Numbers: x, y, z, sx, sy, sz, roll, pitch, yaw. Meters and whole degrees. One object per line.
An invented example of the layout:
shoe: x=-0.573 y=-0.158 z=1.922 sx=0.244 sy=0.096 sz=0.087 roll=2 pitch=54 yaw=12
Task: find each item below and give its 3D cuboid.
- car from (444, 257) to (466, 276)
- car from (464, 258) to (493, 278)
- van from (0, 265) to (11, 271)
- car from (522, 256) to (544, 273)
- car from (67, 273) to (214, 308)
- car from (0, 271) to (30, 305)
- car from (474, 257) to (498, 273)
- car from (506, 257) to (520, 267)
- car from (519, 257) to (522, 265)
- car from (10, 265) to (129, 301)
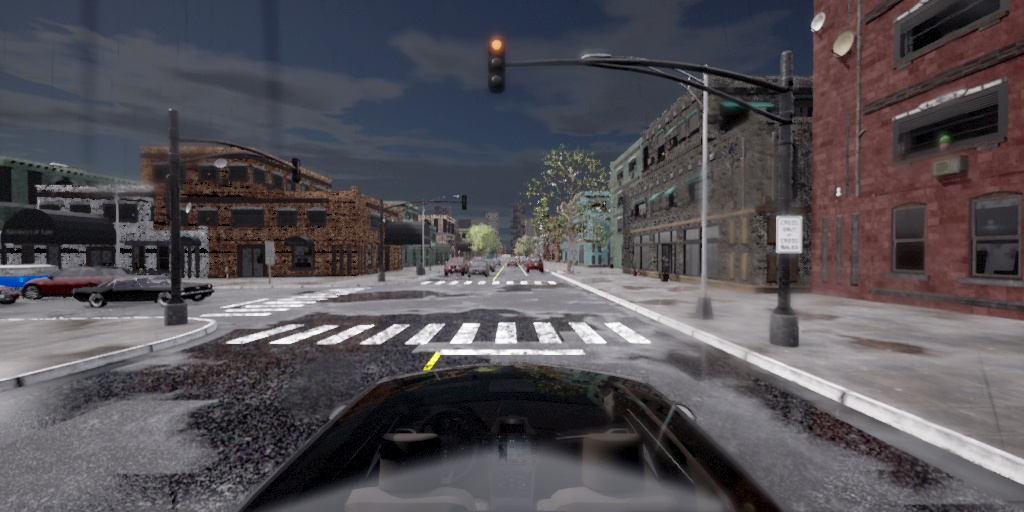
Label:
car: x=-5.693 y=1.036 z=37.265 sx=2.192 sy=1.841 sz=5.009 roll=0 pitch=0 yaw=0
car: x=-3.107 y=1.229 z=34.224 sx=1.837 sy=1.490 sz=4.892 roll=0 pitch=0 yaw=0
van: x=-30.300 y=1.446 z=21.944 sx=3.998 sy=1.789 sz=1.690 roll=0 pitch=0 yaw=-1
car: x=2.687 y=1.031 z=42.811 sx=2.192 sy=1.841 sz=5.009 roll=0 pitch=0 yaw=0
car: x=-16.539 y=1.568 z=16.313 sx=4.718 sy=1.301 sz=1.895 roll=-1 pitch=1 yaw=-1
car: x=-25.515 y=1.621 z=16.205 sx=4.674 sy=1.442 sz=1.812 roll=-1 pitch=1 yaw=-1
car: x=-3.107 y=1.071 z=43.360 sx=2.097 sy=1.767 sz=4.553 roll=0 pitch=0 yaw=0
car: x=0.090 y=1.224 z=64.299 sx=1.812 sy=1.442 sz=4.674 roll=0 pitch=0 yaw=0
car: x=2.683 y=1.253 z=59.443 sx=2.007 sy=1.370 sz=4.403 roll=0 pitch=0 yaw=0
car: x=-23.273 y=1.383 z=19.428 sx=4.553 sy=1.767 sz=2.097 roll=-1 pitch=1 yaw=-1
